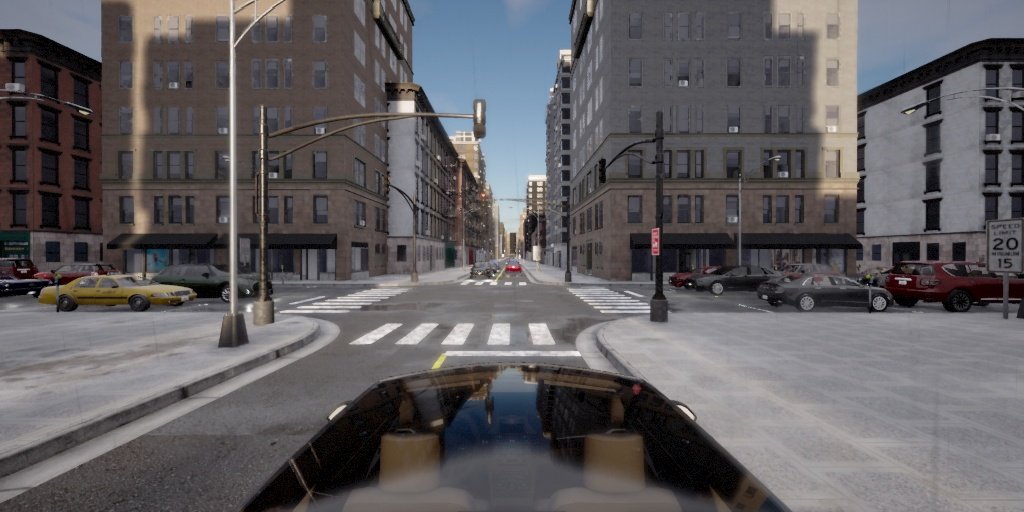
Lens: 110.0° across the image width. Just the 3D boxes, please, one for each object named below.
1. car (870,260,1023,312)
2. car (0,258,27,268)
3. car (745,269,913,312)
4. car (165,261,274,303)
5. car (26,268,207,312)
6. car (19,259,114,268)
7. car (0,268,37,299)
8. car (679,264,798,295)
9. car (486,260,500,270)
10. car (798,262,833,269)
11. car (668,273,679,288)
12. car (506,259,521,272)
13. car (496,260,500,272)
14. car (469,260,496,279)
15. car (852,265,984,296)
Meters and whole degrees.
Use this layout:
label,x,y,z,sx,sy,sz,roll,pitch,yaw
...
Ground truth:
label,x,y,z,sx,sy,sz,roll,pitch,yaw
car,17.200,1.091,13.589,5.009,1.841,2.192,0,0,0
car,-32.015,1.041,21.769,5.009,1.841,2.192,0,0,0
car,11.790,1.325,13.606,4.403,1.370,2.007,0,0,0
car,-13.492,1.108,16.259,4.553,1.767,2.097,0,0,-1
car,-14.885,1.294,13.690,4.829,1.417,1.751,0,0,0
car,-26.353,1.167,21.751,4.097,1.591,1.967,0,0,0
car,-23.964,1.355,16.252,4.718,1.301,1.895,0,0,0
car,11.918,1.253,19.088,4.892,1.490,1.837,0,0,0
car,-2.727,1.289,52.702,1.812,1.442,4.674,0,0,1
car,17.225,1.177,21.614,4.097,1.591,1.967,0,0,0
car,11.816,1.281,21.631,4.507,1.381,1.888,0,0,0
car,0.188,1.324,46.276,1.994,1.385,4.181,0,0,0
car,-2.756,1.306,42.800,2.033,1.411,5.357,0,0,0
car,-2.779,1.260,33.003,1.837,1.490,4.892,0,0,0
car,21.400,1.256,19.061,4.892,1.490,1.837,0,0,0
